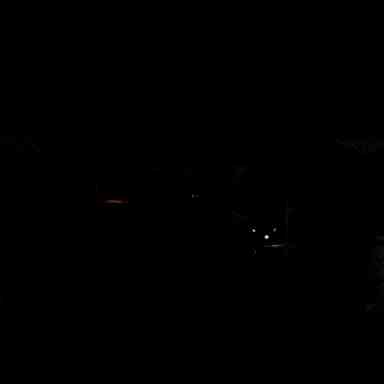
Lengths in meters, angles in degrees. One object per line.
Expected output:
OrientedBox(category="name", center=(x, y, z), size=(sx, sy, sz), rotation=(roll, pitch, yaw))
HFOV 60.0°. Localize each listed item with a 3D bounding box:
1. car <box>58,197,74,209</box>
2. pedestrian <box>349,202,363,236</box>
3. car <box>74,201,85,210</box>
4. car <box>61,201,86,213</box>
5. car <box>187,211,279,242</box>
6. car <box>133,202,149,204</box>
OrientedBox(category="car", center=(-16.808, 1.676, 42.502), size=(2.150, 2.045, 5.566), rotation=(2, -2, -38))
OrientedBox(category="pedestrian", center=(8.647, 1.409, 17.627), size=(0.375, 1.860, 0.375), rotation=(1, -1, -35))
OrientedBox(category="car", center=(-9.785, 1.850, 33.250), size=(1.837, 1.490, 4.892), rotation=(2, -2, -37))
OrientedBox(category="car", center=(-16.926, 2.082, 47.241), size=(1.837, 1.490, 4.892), rotation=(2, -2, -39))
OrientedBox(category="car", center=(1.838, 1.663, 17.109), size=(2.033, 1.411, 5.357), rotation=(2, -2, -35))
OrientedBox(category="car", center=(-3.837, 1.588, 25.138), size=(2.097, 1.767, 4.553), rotation=(2, -2, -36))
